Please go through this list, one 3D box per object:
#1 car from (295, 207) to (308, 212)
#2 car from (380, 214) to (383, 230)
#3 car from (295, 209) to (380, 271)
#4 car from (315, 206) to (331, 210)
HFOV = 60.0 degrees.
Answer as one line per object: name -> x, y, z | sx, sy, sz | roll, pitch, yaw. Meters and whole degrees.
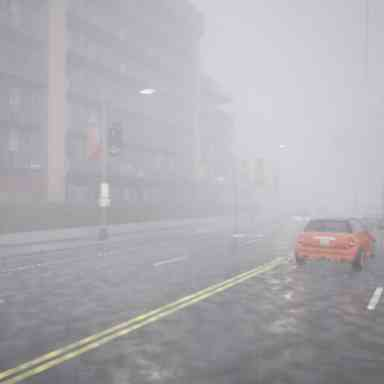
car -> 17.094, 3.041, 51.566 | 1.895, 1.301, 4.718 | -1, -2, 11
car -> 13.666, 2.262, 24.570 | 1.895, 1.301, 4.718 | -1, -2, 32
car -> 5.556, 1.702, 12.600 | 2.097, 1.767, 4.553 | -1, -2, 35
car -> 20.831, 2.947, 52.730 | 2.128, 1.511, 4.902 | -1, -2, 10
